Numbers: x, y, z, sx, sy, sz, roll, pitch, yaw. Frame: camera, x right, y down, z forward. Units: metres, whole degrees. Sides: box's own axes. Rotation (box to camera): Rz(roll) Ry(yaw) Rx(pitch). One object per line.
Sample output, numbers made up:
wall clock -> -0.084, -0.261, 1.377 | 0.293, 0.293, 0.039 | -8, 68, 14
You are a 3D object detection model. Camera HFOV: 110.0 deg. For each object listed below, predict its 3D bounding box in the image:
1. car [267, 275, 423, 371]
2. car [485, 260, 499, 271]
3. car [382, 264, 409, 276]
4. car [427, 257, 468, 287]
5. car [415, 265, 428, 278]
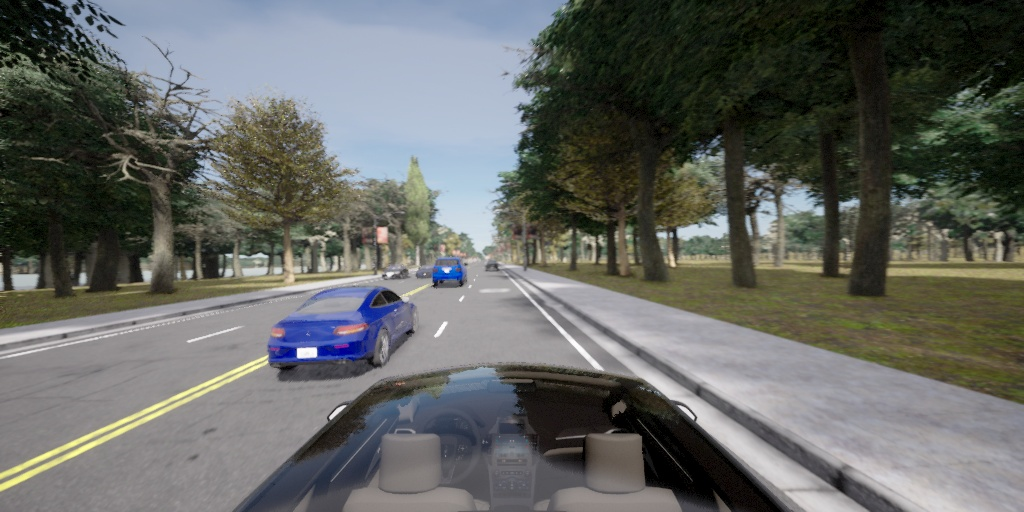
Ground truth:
car -> -3.393, 1.374, 7.977 | 1.812, 1.442, 4.674 | -2, 0, -4
car -> -2.950, 1.446, 53.358 | 1.837, 1.490, 4.892 | -2, 0, -4
car -> -11.881, 1.623, 36.828 | 2.128, 1.511, 4.902 | -2, 0, -3
car -> -4.572, 1.127, 26.853 | 2.150, 2.045, 5.566 | -2, 0, -4
car -> -8.636, 1.606, 37.043 | 1.994, 1.385, 4.181 | -2, 0, -3
